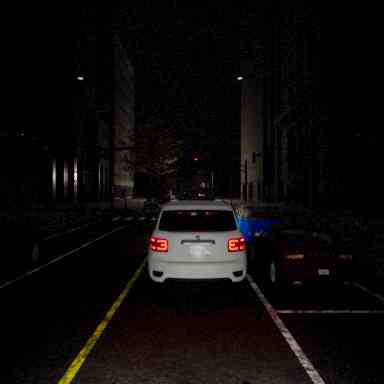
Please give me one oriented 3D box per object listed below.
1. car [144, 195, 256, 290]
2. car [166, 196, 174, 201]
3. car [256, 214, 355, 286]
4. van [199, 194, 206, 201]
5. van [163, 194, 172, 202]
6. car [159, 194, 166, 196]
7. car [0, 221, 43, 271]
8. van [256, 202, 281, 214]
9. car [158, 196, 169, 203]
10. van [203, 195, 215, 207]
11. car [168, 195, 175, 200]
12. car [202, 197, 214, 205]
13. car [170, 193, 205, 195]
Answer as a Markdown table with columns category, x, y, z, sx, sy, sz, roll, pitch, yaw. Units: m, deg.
| category | x | y | z | sx | sy | sz | roll | pitch | yaw |
| --- | --- | --- | --- | --- | --- | --- | --- | --- | --- |
| car | 0.102 | 1.223 | 9.198 | 2.150 | 2.045 | 5.566 | 0 | 0 | 0 |
| car | -5.831 | 1.645 | 89.643 | 1.947 | 1.339 | 4.313 | 0 | 0 | 0 |
| car | 2.771 | 1.546 | 9.225 | 1.887 | 1.381 | 4.507 | 0 | 0 | 0 |
| van | 2.699 | 1.413 | 85.214 | 1.690 | 1.788 | 3.998 | 0 | 0 | 0 |
| van | -5.822 | 1.404 | 79.066 | 1.690 | 1.788 | 3.998 | 0 | 0 | 0 |
| car | -5.806 | 1.580 | 57.910 | 1.887 | 1.381 | 4.507 | 0 | 0 | 0 |
| car | -5.784 | 1.546 | 9.237 | 1.887 | 1.381 | 4.507 | 0 | 0 | 0 |
| van | 2.768 | 1.344 | 14.750 | 1.690 | 1.788 | 3.998 | 0 | 0 | 0 |
| car | -5.814 | 1.599 | 68.488 | 2.008 | 1.369 | 4.403 | 0 | 0 | 0 |
| van | 2.724 | 1.371 | 52.735 | 1.690 | 1.788 | 3.998 | 0 | 0 | 0 |
| car | -5.835 | 1.613 | 94.763 | 1.752 | 1.417 | 4.829 | 0 | 0 | 0 |
| car | 2.719 | 1.601 | 58.148 | 1.947 | 1.339 | 4.313 | 0 | 0 | 0 |
| car | 0.084 | 1.227 | 19.559 | 2.150 | 2.045 | 5.566 | 0 | 0 | 0 |
